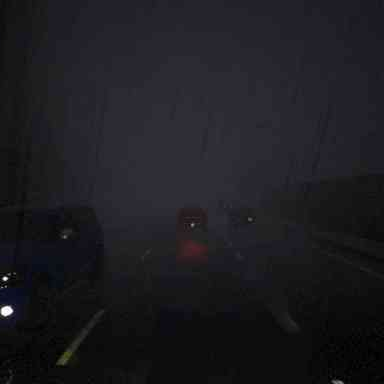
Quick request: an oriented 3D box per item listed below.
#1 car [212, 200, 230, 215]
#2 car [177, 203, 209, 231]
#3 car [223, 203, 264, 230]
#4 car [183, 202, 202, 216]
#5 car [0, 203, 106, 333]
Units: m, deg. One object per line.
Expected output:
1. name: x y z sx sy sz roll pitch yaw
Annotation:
1. car: 3.577 1.713 39.144 2.097 1.767 4.553 0 0 -2
2. car: 0.047 1.710 22.204 1.837 1.490 4.892 0 0 0
3. car: 3.595 1.759 23.028 2.033 1.411 5.357 0 0 0
4. car: 0.070 1.914 38.187 1.994 1.385 4.181 0 -1 0
5. car: -3.527 1.291 7.275 2.150 2.045 5.566 0 -1 0
